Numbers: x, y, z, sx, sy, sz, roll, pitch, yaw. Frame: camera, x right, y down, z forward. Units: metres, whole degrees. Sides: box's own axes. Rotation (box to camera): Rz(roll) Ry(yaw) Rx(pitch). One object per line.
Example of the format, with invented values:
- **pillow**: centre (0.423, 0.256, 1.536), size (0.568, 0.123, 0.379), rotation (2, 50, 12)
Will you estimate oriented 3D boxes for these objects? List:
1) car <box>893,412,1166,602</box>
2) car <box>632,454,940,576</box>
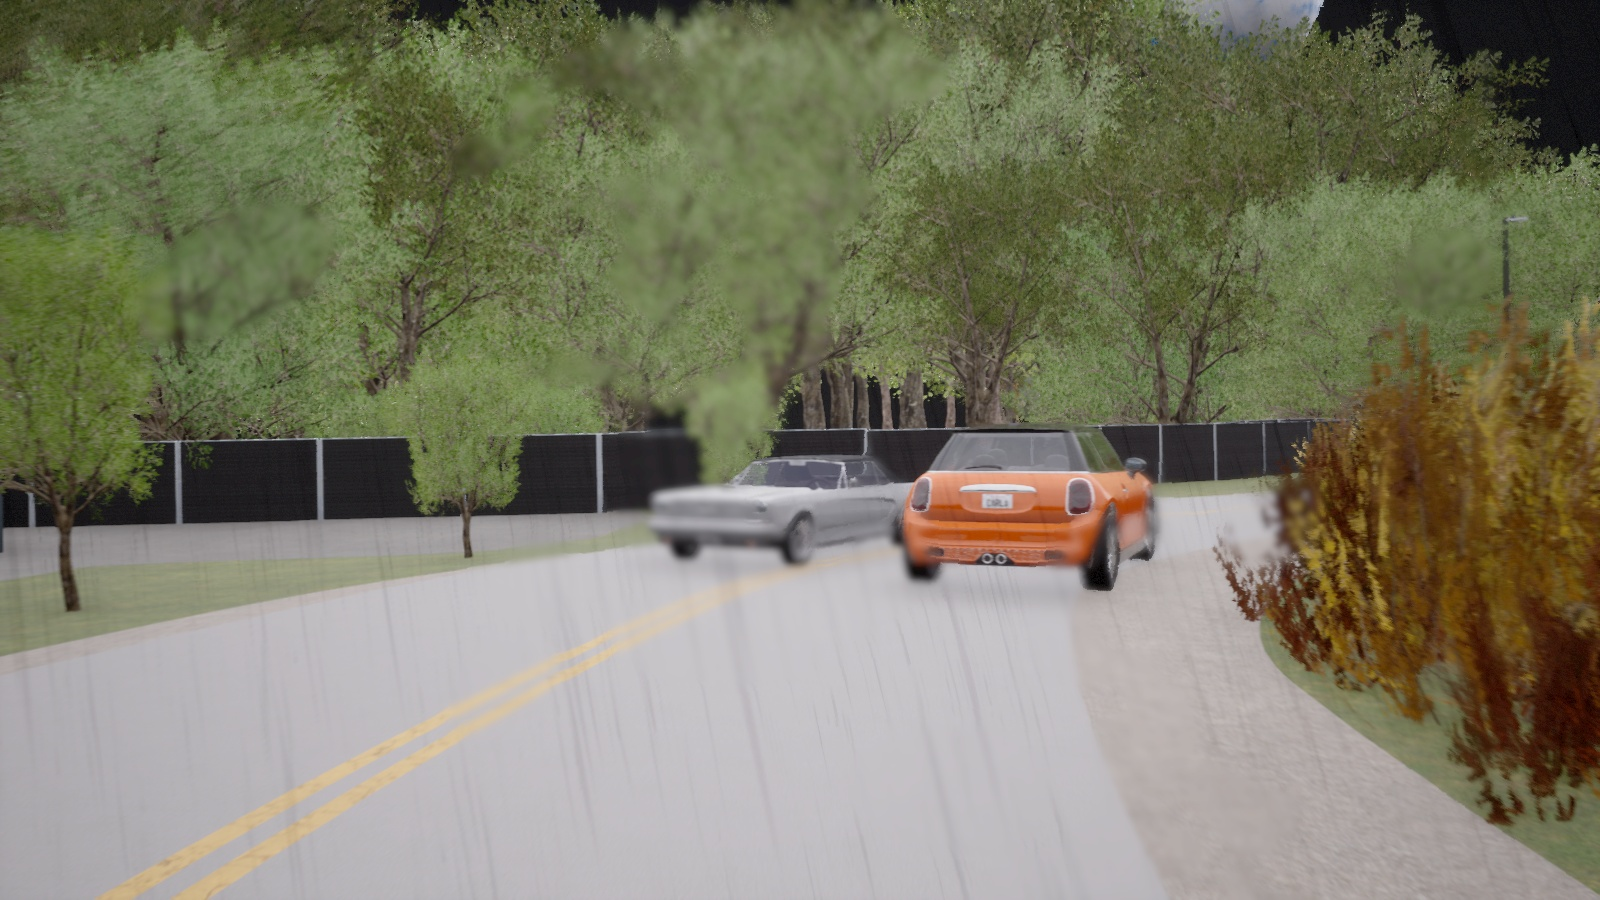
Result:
- **car**: centre (2.775, 0.497, 14.193), size (2.097, 1.767, 4.553), rotation (0, 1, 23)
- **car**: centre (0.006, 0.730, 16.558), size (1.895, 1.301, 4.718), rotation (0, 1, 30)
